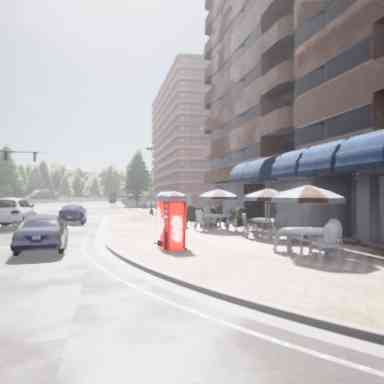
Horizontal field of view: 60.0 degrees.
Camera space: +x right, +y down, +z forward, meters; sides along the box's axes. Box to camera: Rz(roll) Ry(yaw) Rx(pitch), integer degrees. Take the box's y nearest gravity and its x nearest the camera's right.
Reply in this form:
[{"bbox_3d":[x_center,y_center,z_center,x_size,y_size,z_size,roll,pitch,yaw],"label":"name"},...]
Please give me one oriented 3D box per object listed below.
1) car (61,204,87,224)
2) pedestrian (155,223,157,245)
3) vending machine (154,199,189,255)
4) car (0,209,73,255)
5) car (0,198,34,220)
[{"bbox_3d":[-9.620,1.735,26.876,1.882,1.535,5.008,0,-1,-14],"label":"car"},{"bbox_3d":[-1.174,1.293,13.781,0.375,1.860,0.375,1,-1,-25],"label":"pedestrian"},{"bbox_3d":[-0.812,1.342,13.133,1.100,2.100,0.880,1,-1,-27],"label":"vending machine"},{"bbox_3d":[-6.264,1.678,14.016,2.033,1.411,5.357,0,-1,-19],"label":"car"},{"bbox_3d":[-12.090,1.414,22.344,2.150,2.045,5.566,0,-1,-14],"label":"car"}]
